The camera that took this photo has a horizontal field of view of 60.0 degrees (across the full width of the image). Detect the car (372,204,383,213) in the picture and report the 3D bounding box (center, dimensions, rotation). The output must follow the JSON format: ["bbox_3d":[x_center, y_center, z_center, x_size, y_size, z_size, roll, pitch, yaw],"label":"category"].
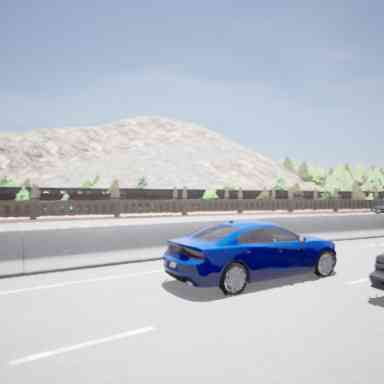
[{"bbox_3d":[19.798,1.621,32.275,4.892,1.490,1.837,0,0,-19],"label":"car"}]

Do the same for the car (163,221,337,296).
[{"bbox_3d":[1.683,1.491,8.720,5.008,1.535,1.882,0,0,-31],"label":"car"}]

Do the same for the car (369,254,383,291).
[{"bbox_3d":[6.308,1.581,7.419,5.357,1.411,2.033,0,0,-28],"label":"car"}]
